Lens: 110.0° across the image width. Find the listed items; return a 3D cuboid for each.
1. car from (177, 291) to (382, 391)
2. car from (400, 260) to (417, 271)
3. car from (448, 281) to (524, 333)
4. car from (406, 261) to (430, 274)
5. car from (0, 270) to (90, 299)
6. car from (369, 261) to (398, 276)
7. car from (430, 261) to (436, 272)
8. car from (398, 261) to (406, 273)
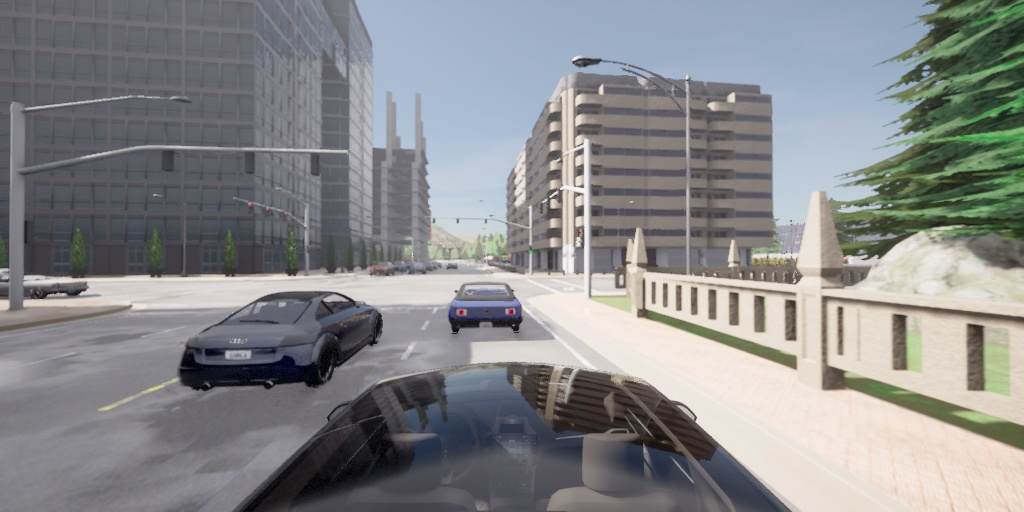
[{"bbox_3d":[-3.987,1.361,6.995,1.994,1.385,4.181,0,0,-5],"label":"car"},{"bbox_3d":[-17.609,1.600,61.413,2.097,1.767,4.553,0,0,-6],"label":"car"},{"bbox_3d":[-0.836,1.427,11.043,1.895,1.301,4.718,0,0,-5],"label":"car"},{"bbox_3d":[-12.453,1.658,47.697,1.812,1.442,4.674,0,0,-7],"label":"car"},{"bbox_3d":[-25.550,1.569,18.779,4.718,1.301,1.895,0,0,-6],"label":"car"},{"bbox_3d":[-15.390,1.447,42.655,2.097,1.767,4.553,0,0,-7],"label":"car"},{"bbox_3d":[-13.426,1.550,55.764,2.097,1.767,4.553,0,0,-7],"label":"car"},{"bbox_3d":[-16.432,1.519,51.445,2.097,1.767,4.553,0,0,-7],"label":"car"}]
